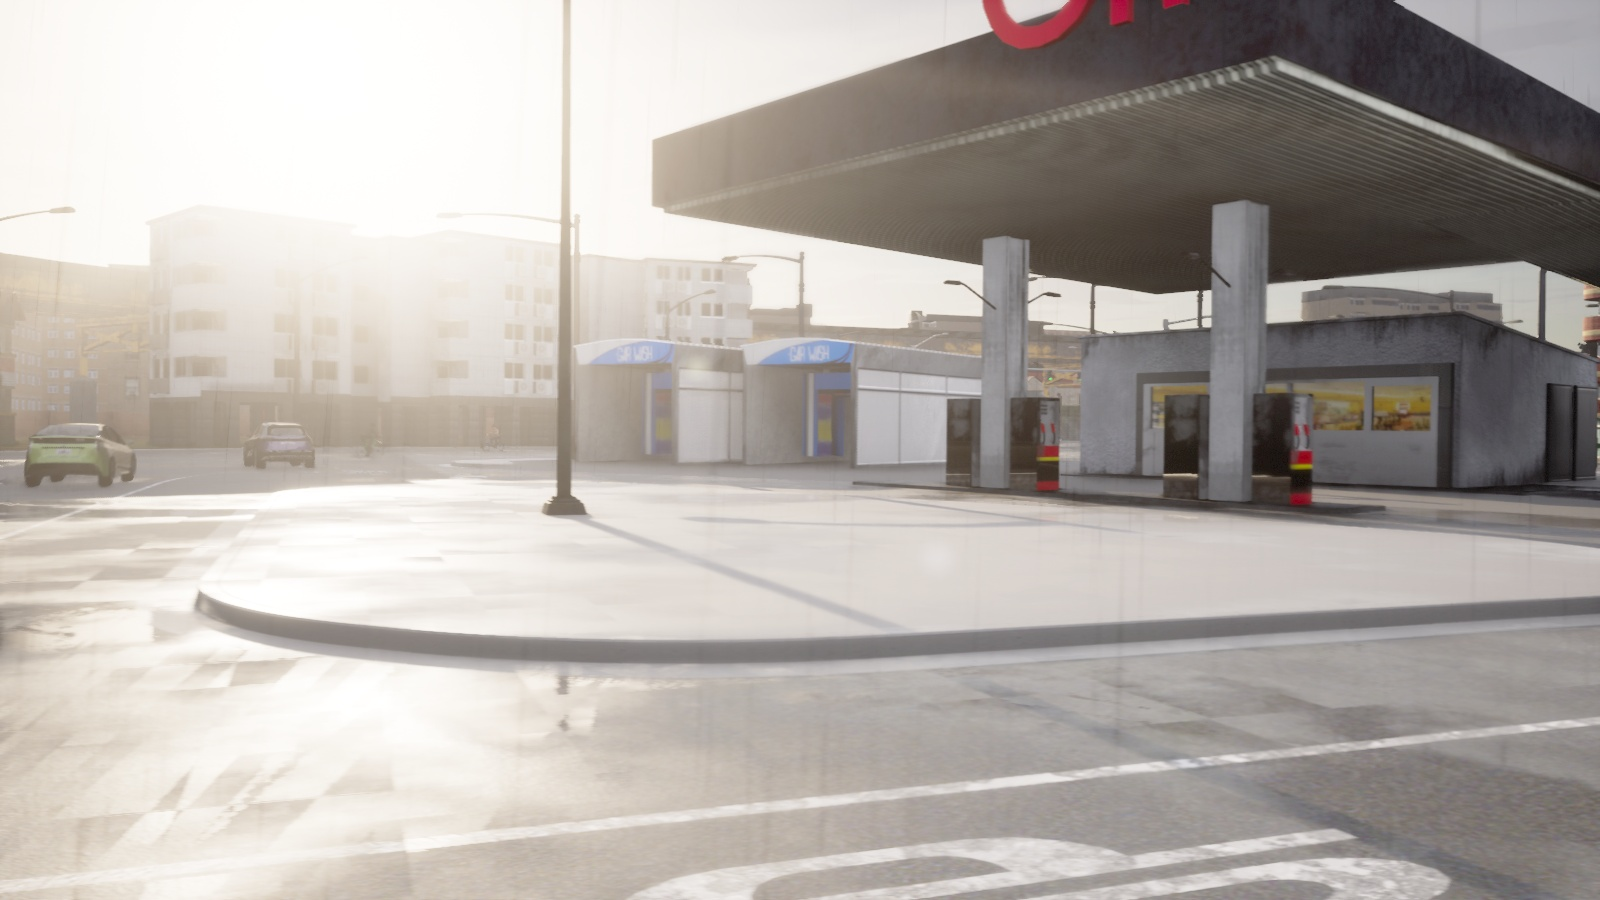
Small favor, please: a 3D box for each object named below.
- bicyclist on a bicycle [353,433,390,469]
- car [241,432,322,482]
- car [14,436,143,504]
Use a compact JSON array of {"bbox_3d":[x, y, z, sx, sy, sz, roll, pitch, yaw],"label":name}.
[{"bbox_3d":[-19.586,0.025,57.406,0.582,1.620,1.656,0,1,26],"label":"bicyclist on a bicycle"},{"bbox_3d":[-18.702,0.197,45.177,2.033,1.649,4.856,-2,1,-30],"label":"car"},{"bbox_3d":[-17.856,0.437,31.311,2.007,1.525,4.514,-1,1,-20],"label":"car"}]
